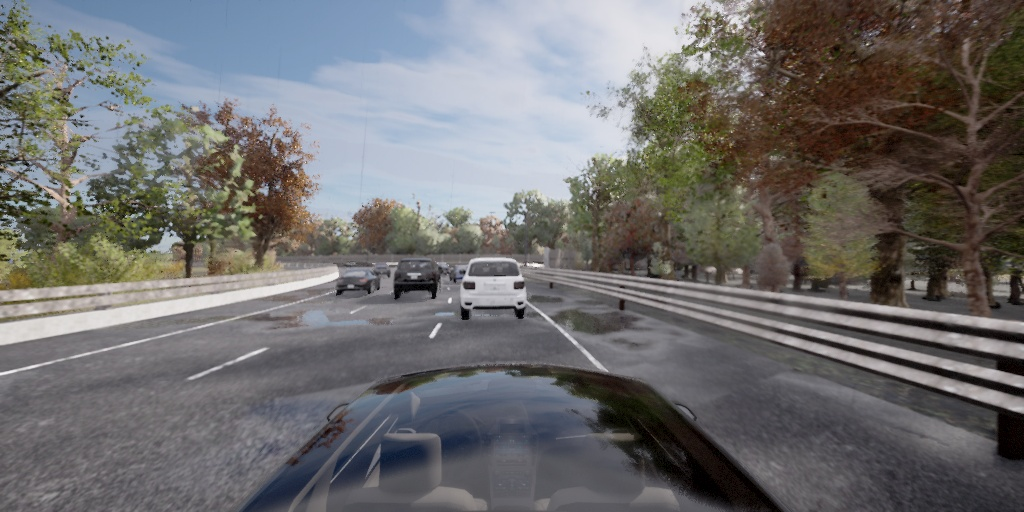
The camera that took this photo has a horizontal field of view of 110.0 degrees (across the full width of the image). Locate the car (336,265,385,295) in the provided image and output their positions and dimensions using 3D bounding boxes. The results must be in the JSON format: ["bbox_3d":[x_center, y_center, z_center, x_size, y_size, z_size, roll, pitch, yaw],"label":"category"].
[{"bbox_3d":[-9.021,1.475,21.291,1.812,1.442,4.674,0,-1,-11],"label":"car"}]

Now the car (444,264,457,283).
[{"bbox_3d":[-4.543,1.592,32.012,2.033,1.411,5.357,0,-1,-16],"label":"car"}]

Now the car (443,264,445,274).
[{"bbox_3d":[-8.707,1.689,43.853,1.812,1.442,4.674,0,-1,-22],"label":"car"}]

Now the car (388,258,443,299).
[{"bbox_3d":[-5.146,1.151,19.906,2.150,2.045,5.566,0,-1,-9],"label":"car"}]

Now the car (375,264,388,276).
[{"bbox_3d":[-15.067,1.639,41.188,2.128,1.511,4.902,0,-1,-22],"label":"car"}]

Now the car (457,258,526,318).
[{"bbox_3d":[-0.809,1.089,13.701,2.150,2.045,5.566,0,0,-6],"label":"car"}]
